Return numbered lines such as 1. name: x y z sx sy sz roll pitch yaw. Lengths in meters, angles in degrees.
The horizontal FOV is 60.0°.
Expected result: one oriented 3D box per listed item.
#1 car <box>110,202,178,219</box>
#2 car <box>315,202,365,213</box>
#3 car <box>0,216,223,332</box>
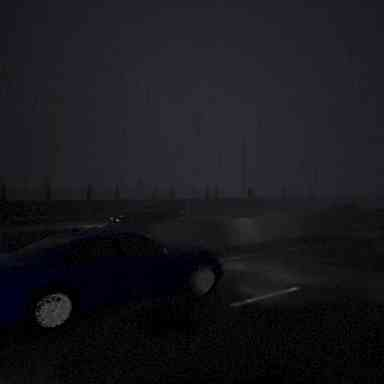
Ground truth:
1. car: -3.266 1.505 23.152 4.892 1.490 1.837 0 0 -35
2. car: 11.012 1.507 24.725 4.892 1.490 1.837 0 0 -35
3. car: -1.588 1.478 6.911 5.008 1.535 1.882 0 0 -35
